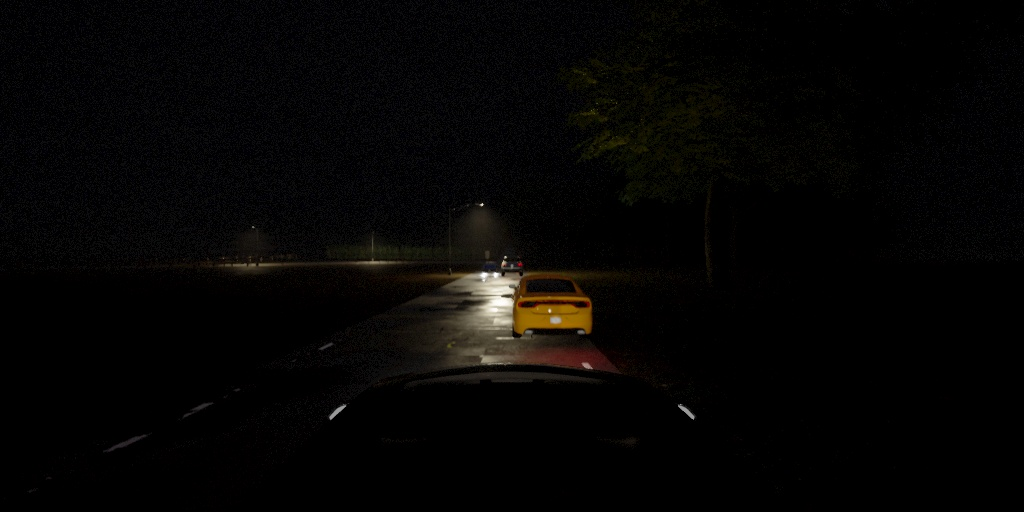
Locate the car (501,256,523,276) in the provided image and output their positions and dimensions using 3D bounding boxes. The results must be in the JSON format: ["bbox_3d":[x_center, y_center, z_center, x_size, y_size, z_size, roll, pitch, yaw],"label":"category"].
[{"bbox_3d":[0.014,1.042,37.855,2.150,2.045,5.566,0,0,0],"label":"car"}]

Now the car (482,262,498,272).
[{"bbox_3d":[-2.822,1.418,46.706,1.895,1.301,4.718,0,0,0],"label":"car"}]

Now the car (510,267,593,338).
[{"bbox_3d":[0.949,1.253,10.282,1.882,1.535,5.008,0,0,0],"label":"car"}]
